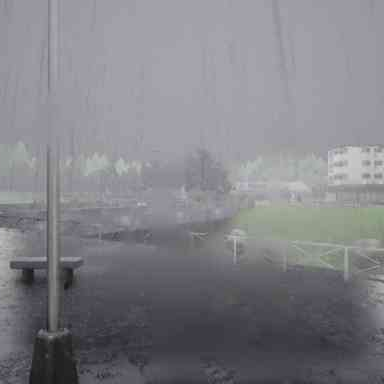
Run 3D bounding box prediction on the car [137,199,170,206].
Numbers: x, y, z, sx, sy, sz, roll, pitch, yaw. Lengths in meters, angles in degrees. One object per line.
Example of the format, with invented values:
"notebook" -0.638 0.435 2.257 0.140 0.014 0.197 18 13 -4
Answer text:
"car" -4.873 1.601 43.431 1.895 1.301 4.718 0 0 36
